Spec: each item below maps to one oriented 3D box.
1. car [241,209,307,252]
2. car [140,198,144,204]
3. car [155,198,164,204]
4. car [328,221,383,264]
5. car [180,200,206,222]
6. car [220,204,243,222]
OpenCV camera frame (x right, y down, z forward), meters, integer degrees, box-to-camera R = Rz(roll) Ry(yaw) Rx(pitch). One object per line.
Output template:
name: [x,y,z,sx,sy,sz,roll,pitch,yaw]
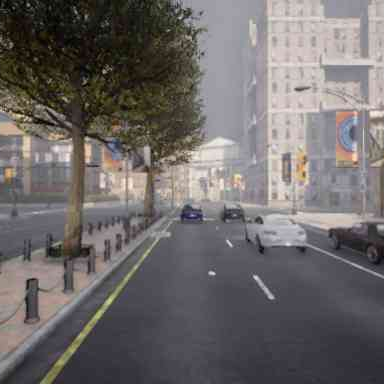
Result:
car: [3.500,1.661,14.378,1.812,1.442,4.674,0,0,0]
car: [-11.529,2.280,81.325,1.812,1.442,4.674,0,-1,0]
car: [-8.029,2.280,81.339,2.128,1.511,4.902,0,-1,0]
car: [6.745,1.709,12.168,1.895,1.301,4.718,0,-1,0]
car: [-0.011,1.754,29.470,1.882,1.535,5.008,0,0,0]
car: [3.535,1.754,29.463,1.882,1.535,5.008,0,0,1]
